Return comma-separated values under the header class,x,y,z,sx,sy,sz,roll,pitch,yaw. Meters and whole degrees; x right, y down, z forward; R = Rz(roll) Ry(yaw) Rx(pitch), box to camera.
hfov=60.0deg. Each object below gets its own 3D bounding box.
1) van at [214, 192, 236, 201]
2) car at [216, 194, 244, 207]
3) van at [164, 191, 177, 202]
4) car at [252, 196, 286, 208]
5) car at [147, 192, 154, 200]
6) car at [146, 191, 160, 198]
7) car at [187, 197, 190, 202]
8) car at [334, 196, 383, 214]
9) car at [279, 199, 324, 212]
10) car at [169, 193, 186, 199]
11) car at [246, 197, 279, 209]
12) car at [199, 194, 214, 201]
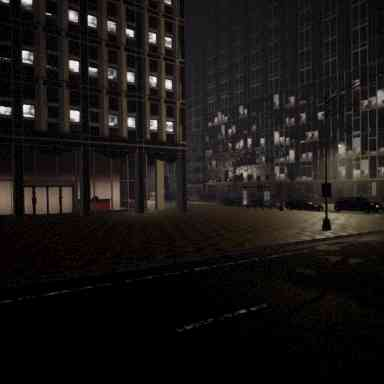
class,x,y,z,sx,sy,sz,roll,pitch,yaw
van,6.300,0.853,59.797,1.690,1.788,3.998,-1,1,-34
car,5.782,1.318,45.658,1.947,1.339,4.313,-1,1,-34
van,-3.825,0.936,59.740,1.690,1.788,3.998,0,1,-34
car,10.106,1.307,44.019,1.994,1.385,4.181,-1,1,-34
car,-10.260,1.038,69.113,2.008,1.369,4.403,0,1,-34
car,-9.787,0.684,83.224,1.967,1.590,4.097,0,1,-34
car,-2.213,1.143,62.106,1.895,1.301,4.718,-1,1,-34
car,16.970,1.207,33.946,2.097,1.767,4.553,-1,1,-33
car,12.155,1.422,36.243,1.947,1.339,4.313,-1,1,-34
car,-3.351,0.934,73.856,1.802,1.307,4.206,0,1,-34
car,8.951,1.386,40.941,1.802,1.307,4.206,-1,1,-34
car,3.083,1.041,64.485,1.802,1.307,4.206,-1,1,-34
